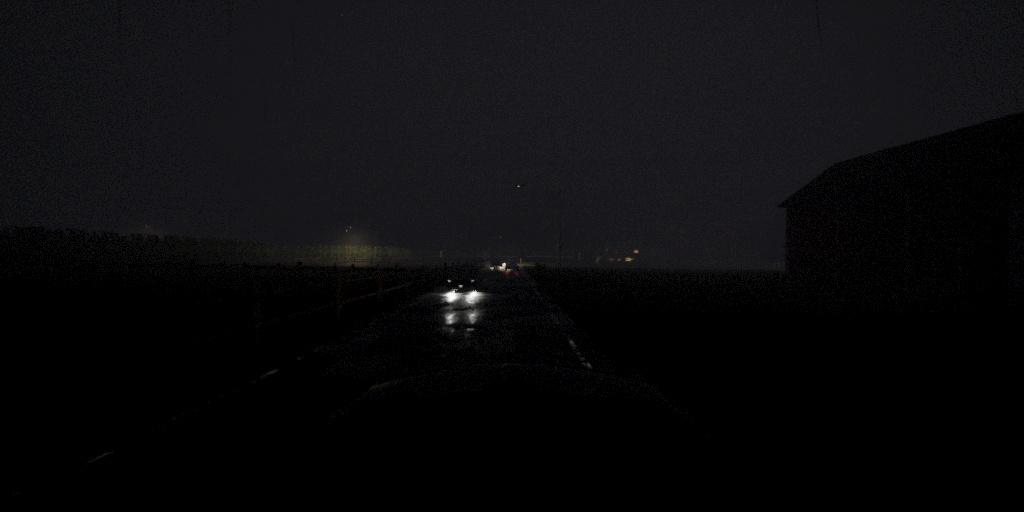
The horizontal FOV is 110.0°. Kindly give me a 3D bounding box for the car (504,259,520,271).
[{"bbox_3d":[-0.008,1.262,49.119,1.812,1.442,4.674,0,0,0],"label":"car"}]

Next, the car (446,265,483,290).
[{"bbox_3d":[-2.857,1.289,22.640,2.033,1.411,5.357,0,0,0],"label":"car"}]

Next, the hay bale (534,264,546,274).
[{"bbox_3d":[3.113,1.393,39.389,1.220,1.180,1.240,0,0,0],"label":"hay bale"}]
